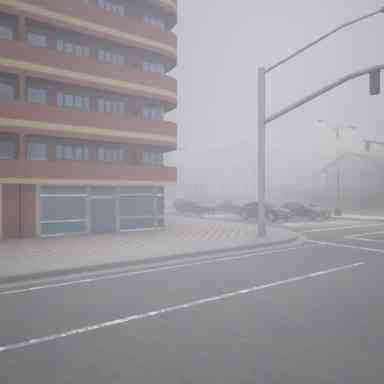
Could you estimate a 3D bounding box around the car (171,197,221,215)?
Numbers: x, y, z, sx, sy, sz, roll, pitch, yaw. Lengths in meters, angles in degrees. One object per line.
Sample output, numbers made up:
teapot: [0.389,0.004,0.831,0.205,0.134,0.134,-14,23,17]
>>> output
car: [0.320,1.547,34.737,2.033,1.411,5.357,0,0,-34]

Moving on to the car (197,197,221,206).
car: [2.962,1.567,57.693,1.994,1.385,4.181,0,0,-35]

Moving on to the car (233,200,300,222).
car: [5.842,1.507,26.708,1.837,1.490,4.892,0,0,-34]

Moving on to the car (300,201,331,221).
car: [9.278,1.528,27.913,1.812,1.442,4.674,0,0,-34]

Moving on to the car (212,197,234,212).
car: [4.343,1.528,35.084,1.812,1.442,4.674,0,0,-34]

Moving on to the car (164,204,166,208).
car: [-5.394,1.550,43.037,2.033,1.411,5.357,0,0,-34]

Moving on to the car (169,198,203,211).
car: [-0.840,1.507,42.594,1.837,1.490,4.892,0,0,-35]
